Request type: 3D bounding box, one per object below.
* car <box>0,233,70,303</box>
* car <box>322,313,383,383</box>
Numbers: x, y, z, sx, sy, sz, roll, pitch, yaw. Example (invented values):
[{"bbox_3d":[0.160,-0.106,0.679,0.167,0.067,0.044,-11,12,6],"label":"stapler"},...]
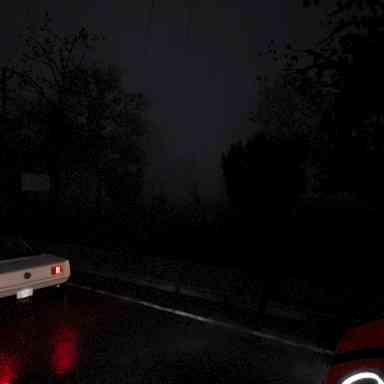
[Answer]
[{"bbox_3d":[-4.920,1.601,7.494,4.718,1.301,1.895,0,0,35],"label":"car"},{"bbox_3d":[3.101,1.352,1.815,4.553,1.767,2.097,0,0,35],"label":"car"}]
